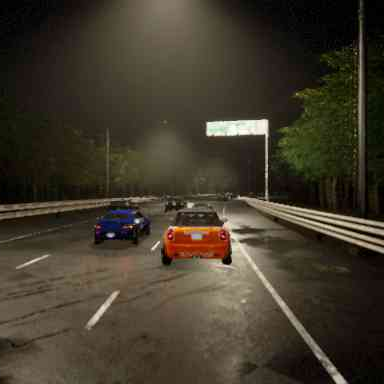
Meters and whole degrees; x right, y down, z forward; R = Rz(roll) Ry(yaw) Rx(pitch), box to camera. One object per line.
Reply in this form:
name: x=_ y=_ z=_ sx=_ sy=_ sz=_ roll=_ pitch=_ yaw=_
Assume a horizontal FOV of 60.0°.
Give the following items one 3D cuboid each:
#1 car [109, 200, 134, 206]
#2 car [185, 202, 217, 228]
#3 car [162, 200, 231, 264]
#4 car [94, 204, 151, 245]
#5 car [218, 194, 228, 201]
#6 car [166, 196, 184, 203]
car: x=-5.880 y=1.455 z=28.585 sx=1.837 sy=1.490 sz=4.892 roll=0 pitch=0 yaw=4
car: x=0.721 y=1.530 z=23.415 sx=2.033 sy=1.411 sz=5.357 roll=0 pitch=0 yaw=4
car: x=0.207 y=1.343 z=11.930 sx=2.097 sy=1.767 sz=4.553 roll=0 pitch=0 yaw=2
car: x=-3.077 y=1.507 z=15.310 sx=1.812 sy=1.442 sz=4.674 roll=0 pitch=0 yaw=2
car: x=7.214 y=1.273 z=76.869 sx=2.097 sy=1.767 sz=4.553 roll=0 pitch=0 yaw=11
car: x=-1.642 y=1.314 z=37.127 sx=2.097 sy=1.767 sz=4.553 roll=0 pitch=0 yaw=5
